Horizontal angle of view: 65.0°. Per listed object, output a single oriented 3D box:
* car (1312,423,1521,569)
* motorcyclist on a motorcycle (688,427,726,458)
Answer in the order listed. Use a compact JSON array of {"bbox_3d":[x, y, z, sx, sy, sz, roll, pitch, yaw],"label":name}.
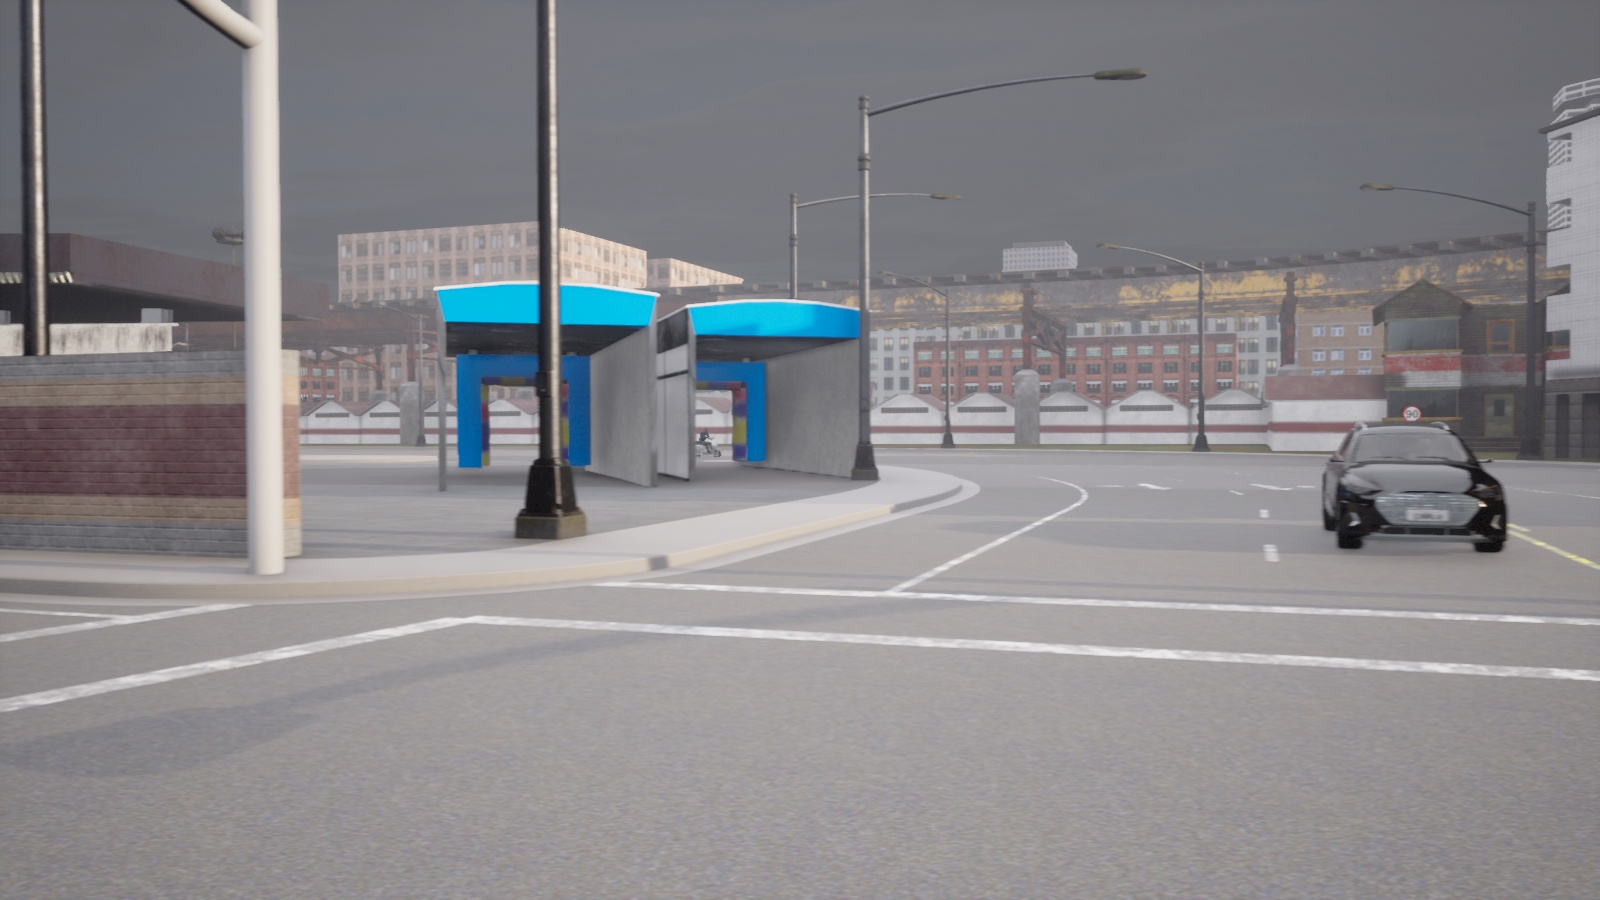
[{"bbox_3d":[8.321,0.487,17.408,2.033,1.649,4.856,1,2,20],"label":"car"},{"bbox_3d":[-4.854,-0.417,65.428,1.817,1.590,0.866,1,2,33],"label":"motorcyclist on a motorcycle"}]
